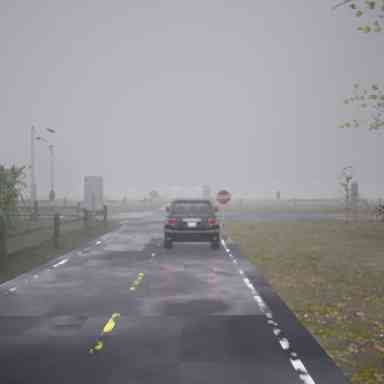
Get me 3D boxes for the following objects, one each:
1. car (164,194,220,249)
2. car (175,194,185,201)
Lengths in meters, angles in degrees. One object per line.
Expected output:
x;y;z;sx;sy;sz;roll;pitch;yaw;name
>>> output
0.000;1.249;14.679;2.150;2.045;5.566;0;0;0;car
-2.750;1.294;78.771;2.128;1.511;4.902;0;0;0;car
